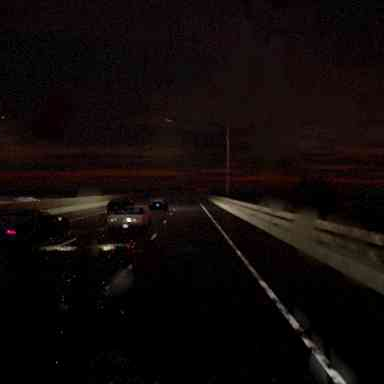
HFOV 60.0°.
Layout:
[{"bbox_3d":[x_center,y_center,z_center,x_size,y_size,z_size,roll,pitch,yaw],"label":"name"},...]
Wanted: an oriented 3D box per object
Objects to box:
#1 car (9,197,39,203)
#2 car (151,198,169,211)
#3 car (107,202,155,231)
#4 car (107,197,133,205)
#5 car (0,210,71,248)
[{"bbox_3d":[-17.789,1.296,35.087,2.128,1.511,4.902,0,0,0],"label":"car"},{"bbox_3d":[-3.643,1.344,37.106,1.994,1.385,4.181,0,0,0],"label":"car"},{"bbox_3d":[-3.526,1.486,19.740,1.895,1.301,4.718,0,0,0],"label":"car"},{"bbox_3d":[-7.118,1.284,33.387,1.882,1.535,5.008,0,0,0],"label":"car"},{"bbox_3d":[-6.992,1.468,14.241,2.033,1.411,5.357,0,0,0],"label":"car"}]
